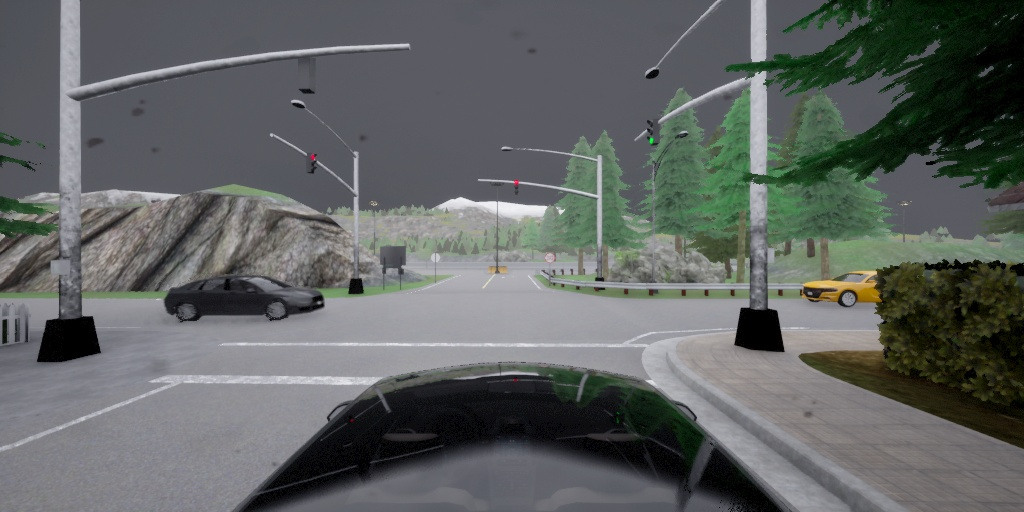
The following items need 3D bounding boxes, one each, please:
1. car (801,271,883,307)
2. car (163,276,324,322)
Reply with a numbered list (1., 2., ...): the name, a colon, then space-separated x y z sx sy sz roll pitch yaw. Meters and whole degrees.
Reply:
1. car: 15.955 1.419 16.176 5.008 1.535 1.882 0 0 0
2. car: -9.331 1.441 12.725 4.892 1.490 1.837 0 0 -2
